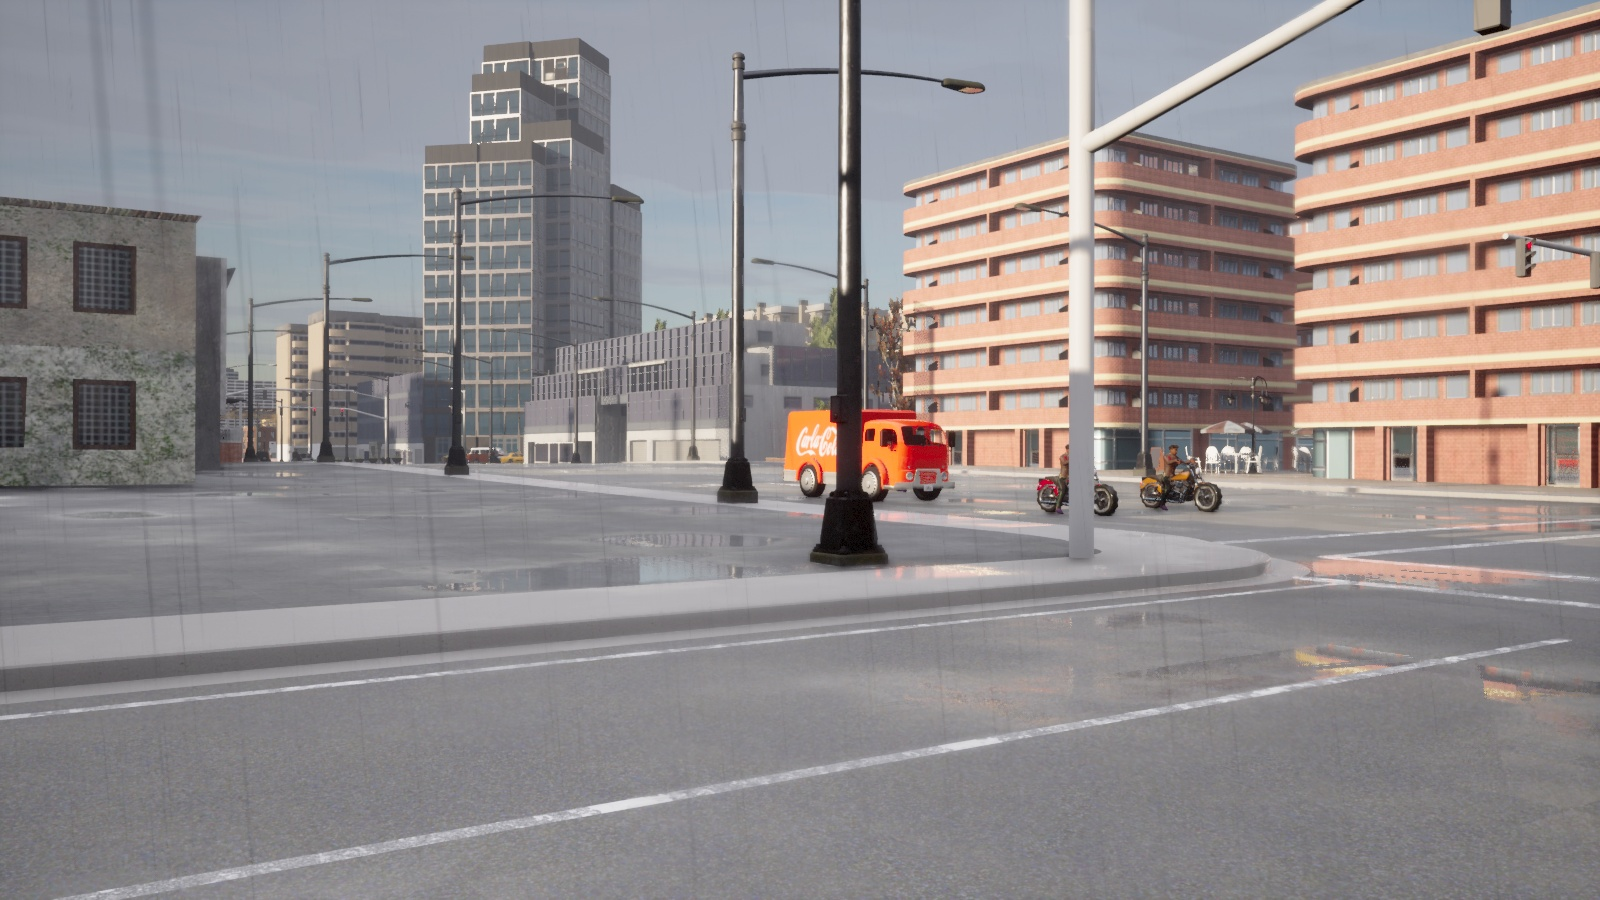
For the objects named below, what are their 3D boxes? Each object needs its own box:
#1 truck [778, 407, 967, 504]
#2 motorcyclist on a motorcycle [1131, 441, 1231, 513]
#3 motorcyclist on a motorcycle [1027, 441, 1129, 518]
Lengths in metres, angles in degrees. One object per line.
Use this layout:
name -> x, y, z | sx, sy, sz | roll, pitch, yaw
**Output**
truck -> 1.902, 0.109, 34.905 | 2.627, 2.467, 5.204 | 0, 1, -34
motorcyclist on a motorcycle -> 9.174, 0.625, 30.311 | 0.766, 1.649, 2.350 | 0, 1, -34
motorcyclist on a motorcycle -> 6.251, 0.630, 28.386 | 0.766, 1.649, 2.350 | 0, 1, -34
